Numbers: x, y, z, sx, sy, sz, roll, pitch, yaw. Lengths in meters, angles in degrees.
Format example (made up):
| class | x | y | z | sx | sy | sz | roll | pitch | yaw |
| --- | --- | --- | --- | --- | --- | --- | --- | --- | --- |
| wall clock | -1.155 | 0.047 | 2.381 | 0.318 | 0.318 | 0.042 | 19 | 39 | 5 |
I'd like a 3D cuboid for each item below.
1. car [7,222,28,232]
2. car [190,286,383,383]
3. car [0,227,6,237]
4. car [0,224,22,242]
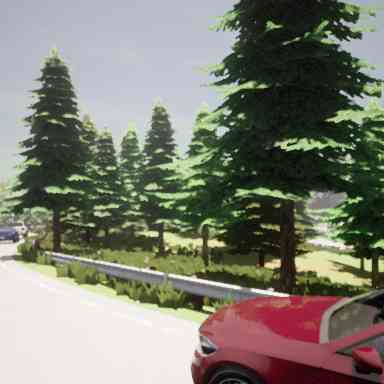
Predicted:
| class | x | y | z | sx | sy | sz | roll | pitch | yaw |
| --- | --- | --- | --- | --- | --- | --- | --- | --- | --- |
| car | -21.114 | 4.623 | 40.120 | 2.150 | 2.045 | 5.566 | 0 | -5 | -23 |
| car | 2.199 | 1.527 | 2.838 | 4.674 | 1.442 | 1.812 | 0 | 0 | 32 |
| car | -29.619 | 6.183 | 50.897 | 1.812 | 1.442 | 4.674 | 0 | -5 | -25 |
| car | -17.064 | 3.976 | 30.587 | 1.812 | 1.442 | 4.674 | 0 | -5 | -22 |
